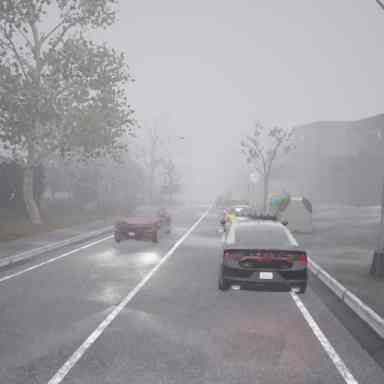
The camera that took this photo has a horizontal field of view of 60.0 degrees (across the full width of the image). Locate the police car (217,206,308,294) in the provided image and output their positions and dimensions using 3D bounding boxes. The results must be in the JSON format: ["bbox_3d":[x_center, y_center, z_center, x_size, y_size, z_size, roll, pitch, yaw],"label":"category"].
[{"bbox_3d":[1.716,1.414,9.045,1.930,1.638,5.238,1,0,6],"label":"police car"}]

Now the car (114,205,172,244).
[{"bbox_3d":[-2.157,1.396,15.789,1.882,1.535,5.008,1,0,6],"label":"car"}]

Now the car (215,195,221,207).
[{"bbox_3d":[4.465,1.166,48.046,2.097,1.767,4.553,0,0,3],"label":"car"}]

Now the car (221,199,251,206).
[{"bbox_3d":[2.771,1.406,19.117,1.801,1.575,5.366,1,0,6],"label":"car"}]

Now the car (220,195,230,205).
[{"bbox_3d":[3.377,1.278,24.892,2.097,1.767,4.553,1,0,6],"label":"car"}]
